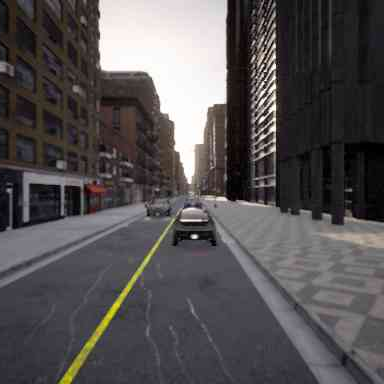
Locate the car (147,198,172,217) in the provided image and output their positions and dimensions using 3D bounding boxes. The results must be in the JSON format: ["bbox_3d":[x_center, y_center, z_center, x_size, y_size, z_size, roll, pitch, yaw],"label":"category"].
[{"bbox_3d":[-2.992,1.371,31.286,2.097,1.767,4.553,0,0,0],"label":"car"}]

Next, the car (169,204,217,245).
[{"bbox_3d":[0.104,1.509,15.548,1.837,1.490,4.892,0,0,0],"label":"car"}]

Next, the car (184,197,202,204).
[{"bbox_3d":[0.111,1.377,38.629,2.097,1.767,4.553,0,0,0],"label":"car"}]
